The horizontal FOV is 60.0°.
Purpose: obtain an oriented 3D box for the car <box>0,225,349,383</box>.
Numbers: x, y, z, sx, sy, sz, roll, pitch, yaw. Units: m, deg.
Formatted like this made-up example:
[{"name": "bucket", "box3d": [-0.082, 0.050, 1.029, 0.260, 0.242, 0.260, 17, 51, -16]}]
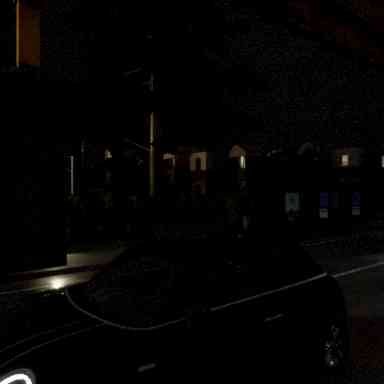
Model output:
[{"name": "car", "box3d": [-0.187, 1.351, 3.883, 4.553, 1.767, 2.097, 0, 0, -37]}]
